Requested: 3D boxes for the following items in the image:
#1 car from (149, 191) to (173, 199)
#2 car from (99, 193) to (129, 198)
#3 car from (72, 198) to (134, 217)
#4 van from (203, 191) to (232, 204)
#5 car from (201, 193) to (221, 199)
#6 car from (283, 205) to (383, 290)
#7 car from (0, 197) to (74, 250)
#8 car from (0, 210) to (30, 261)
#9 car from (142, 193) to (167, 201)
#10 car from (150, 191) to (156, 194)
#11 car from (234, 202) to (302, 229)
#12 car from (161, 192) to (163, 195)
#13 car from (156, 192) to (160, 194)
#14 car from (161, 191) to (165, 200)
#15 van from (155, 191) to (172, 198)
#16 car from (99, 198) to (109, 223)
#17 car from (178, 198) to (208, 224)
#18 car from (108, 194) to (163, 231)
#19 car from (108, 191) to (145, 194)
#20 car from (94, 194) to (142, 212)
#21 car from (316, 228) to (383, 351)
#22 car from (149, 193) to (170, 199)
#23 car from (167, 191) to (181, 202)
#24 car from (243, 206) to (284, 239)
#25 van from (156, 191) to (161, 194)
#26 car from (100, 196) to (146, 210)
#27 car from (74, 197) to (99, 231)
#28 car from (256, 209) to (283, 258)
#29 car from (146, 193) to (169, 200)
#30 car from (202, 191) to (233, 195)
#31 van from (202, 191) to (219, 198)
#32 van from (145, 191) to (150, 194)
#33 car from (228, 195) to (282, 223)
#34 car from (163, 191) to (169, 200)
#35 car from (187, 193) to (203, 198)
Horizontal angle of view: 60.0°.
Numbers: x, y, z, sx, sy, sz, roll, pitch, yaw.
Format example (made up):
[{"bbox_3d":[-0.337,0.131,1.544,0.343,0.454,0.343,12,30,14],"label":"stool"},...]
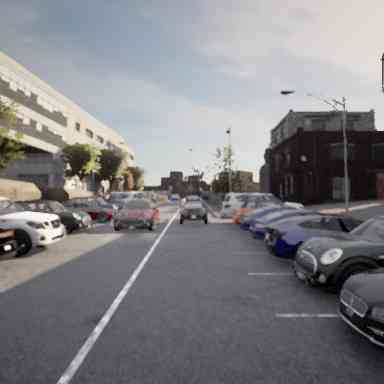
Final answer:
[{"bbox_3d":[-7.596,0.675,81.984,5.566,2.045,2.435,0,0,0],"label":"car"},{"bbox_3d":[-7.673,1.176,26.114,4.553,1.767,2.185,0,0,0],"label":"car"},{"bbox_3d":[-7.670,1.313,28.909,4.792,1.488,2.163,0,0,0],"label":"car"},{"bbox_3d":[4.816,0.832,62.705,4.442,1.987,1.878,0,0,0],"label":"van"},{"bbox_3d":[4.712,0.912,85.036,5.008,1.535,2.097,0,0,0],"label":"car"},{"bbox_3d":[4.714,1.302,7.575,4.553,1.767,2.185,0,0,0],"label":"car"},{"bbox_3d":[-7.618,1.144,12.145,5.566,2.045,2.435,0,0,0],"label":"car"},{"bbox_3d":[-7.641,1.414,9.352,5.008,1.535,2.097,0,0,0],"label":"car"},{"bbox_3d":[-7.657,1.050,68.017,4.792,1.488,2.163,0,0,0],"label":"car"},{"bbox_3d":[-7.666,1.045,45.668,4.553,1.767,2.185,0,0,0],"label":"car"},{"bbox_3d":[4.682,1.408,16.516,4.674,1.452,2.002,0,0,0],"label":"car"},{"bbox_3d":[-7.639,1.115,54.050,4.892,1.521,2.231,0,0,0],"label":"car"},{"bbox_3d":[-7.630,1.152,48.338,5.008,1.535,2.097,0,0,0],"label":"car"},{"bbox_3d":[-7.626,1.096,56.844,4.892,1.521,2.231,0,0,0],"label":"car"},{"bbox_3d":[-7.739,0.712,90.341,4.442,1.987,1.878,0,0,0],"label":"van"},{"bbox_3d":[-7.612,1.350,23.319,4.792,1.488,2.163,0,0,0],"label":"car"},{"bbox_3d":[0.109,1.367,23.264,1.812,1.442,4.674,0,1,0],"label":"car"},{"bbox_3d":[-3.093,1.220,19.288,2.097,1.767,4.553,0,0,0],"label":"car"},{"bbox_3d":[-7.668,1.013,31.699,5.566,2.045,2.435,0,0,0],"label":"car"},{"bbox_3d":[-7.608,1.120,34.495,4.553,1.767,2.185,0,0,0],"label":"car"},{"bbox_3d":[4.688,1.448,4.764,4.892,1.521,2.231,0,0,0],"label":"car"},{"bbox_3d":[-7.596,0.975,79.193,4.792,1.488,2.163,0,0,0],"label":"car"},{"bbox_3d":[-3.011,1.113,61.105,1.812,1.442,4.674,0,0,1],"label":"car"},{"bbox_3d":[4.681,1.428,13.453,4.674,1.452,2.002,0,0,0],"label":"car"},{"bbox_3d":[-7.517,0.907,51.255,4.442,1.987,1.878,0,0,0],"label":"van"},{"bbox_3d":[-7.667,1.256,37.287,4.792,1.488,2.163,0,0,0],"label":"car"},{"bbox_3d":[-7.676,1.233,17.608,4.553,1.767,2.185,0,0,0],"label":"car"},{"bbox_3d":[4.712,1.438,10.514,4.792,1.488,2.163,0,0,0],"label":"car"},{"bbox_3d":[-7.656,1.012,73.606,4.792,1.488,2.163,0,0,0],"label":"car"},{"bbox_3d":[4.729,0.788,65.496,5.566,2.045,2.435,0,0,0],"label":"car"},{"bbox_3d":[4.824,0.691,87.811,4.442,1.987,1.878,0,0,0],"label":"van"},{"bbox_3d":[-7.754,0.982,40.081,4.442,1.987,1.878,0,0,0],"label":"van"},{"bbox_3d":[4.655,1.222,19.453,4.553,1.767,2.185,0,0,0],"label":"car"},{"bbox_3d":[-7.815,1.036,65.224,5.366,1.575,1.946,0,0,0],"label":"car"},{"bbox_3d":[0.113,1.196,41.593,1.882,1.535,5.008,0,0,0],"label":"car"}]
